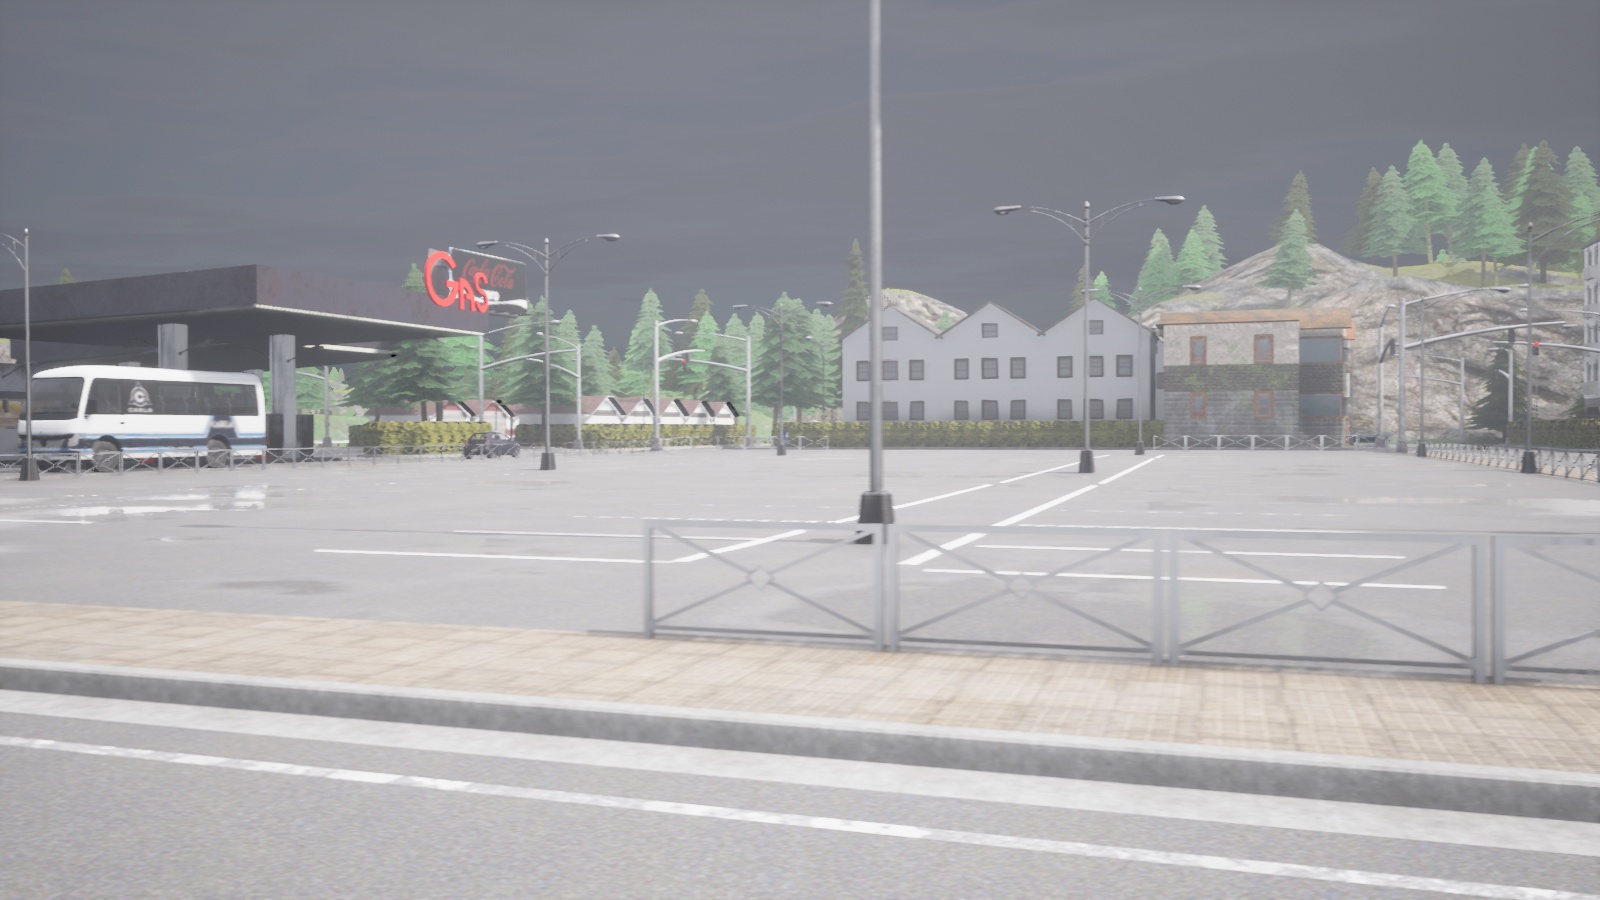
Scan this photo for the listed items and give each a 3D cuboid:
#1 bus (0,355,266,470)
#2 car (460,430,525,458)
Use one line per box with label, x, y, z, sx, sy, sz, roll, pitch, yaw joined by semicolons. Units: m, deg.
bus;-27.431;-1.485;51.907;3.944;4.253;10.273;1;1;19
car;-17.210;-0.351;70.327;1.845;1.501;3.633;1;1;19
